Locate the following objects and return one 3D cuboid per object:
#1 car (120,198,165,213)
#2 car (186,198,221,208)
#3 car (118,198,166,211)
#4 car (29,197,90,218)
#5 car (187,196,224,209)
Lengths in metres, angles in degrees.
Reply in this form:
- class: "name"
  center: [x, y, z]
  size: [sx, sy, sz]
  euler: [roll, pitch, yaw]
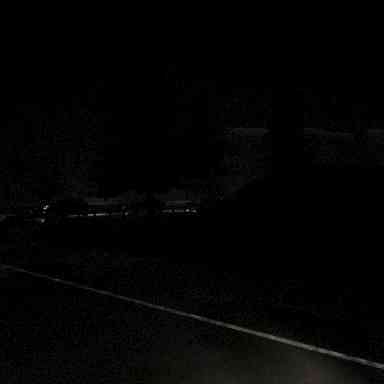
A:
- class: "car"
  center: [-5.183, 1.406, 35.789]
  size: [4.902, 1.511, 2.128]
  euler: [0, 0, -42]
- class: "car"
  center: [1.631, 1.514, 45.774]
  size: [4.718, 1.301, 1.895]
  euler: [0, 0, -35]
- class: "car"
  center: [-5.934, 1.448, 39.885]
  size: [5.357, 1.411, 2.033]
  euler: [0, 0, -42]
- class: "car"
  center: [-11.389, 1.260, 29.373]
  size: [2.097, 1.767, 4.553]
  euler: [0, 0, 41]
- class: "car"
  center: [1.742, 1.276, 41.526]
  size: [4.553, 1.767, 2.097]
  euler: [0, 0, -35]
